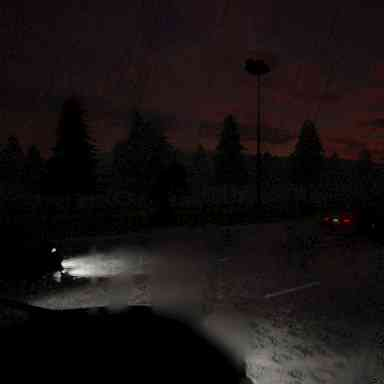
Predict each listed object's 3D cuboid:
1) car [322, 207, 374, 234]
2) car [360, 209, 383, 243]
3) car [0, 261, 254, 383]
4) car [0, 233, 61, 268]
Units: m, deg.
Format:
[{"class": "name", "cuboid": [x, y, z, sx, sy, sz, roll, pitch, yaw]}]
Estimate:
[{"class": "car", "cuboid": [9.761, 1.570, 19.310, 5.357, 1.411, 2.033, 0, 0, -36]}, {"class": "car", "cuboid": [9.788, 1.584, 15.030, 4.181, 1.385, 1.994, 0, 0, -36]}, {"class": "car", "cuboid": [-2.021, 1.547, 2.306, 5.357, 1.411, 2.033, 0, 0, -36]}, {"class": "car", "cuboid": [-5.548, 1.564, 8.388, 4.181, 1.385, 1.994, 0, 0, -36]}]
